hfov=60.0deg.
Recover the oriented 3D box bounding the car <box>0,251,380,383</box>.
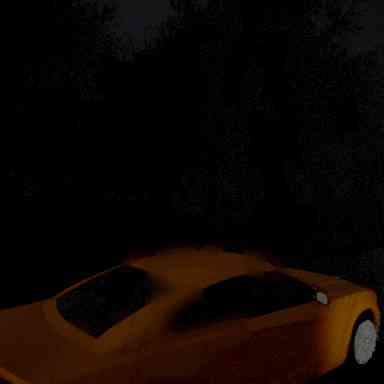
[{"bbox_3d":[0.339,1.478,3.999,5.008,1.535,1.882,0,0,-36],"label":"car"}]
